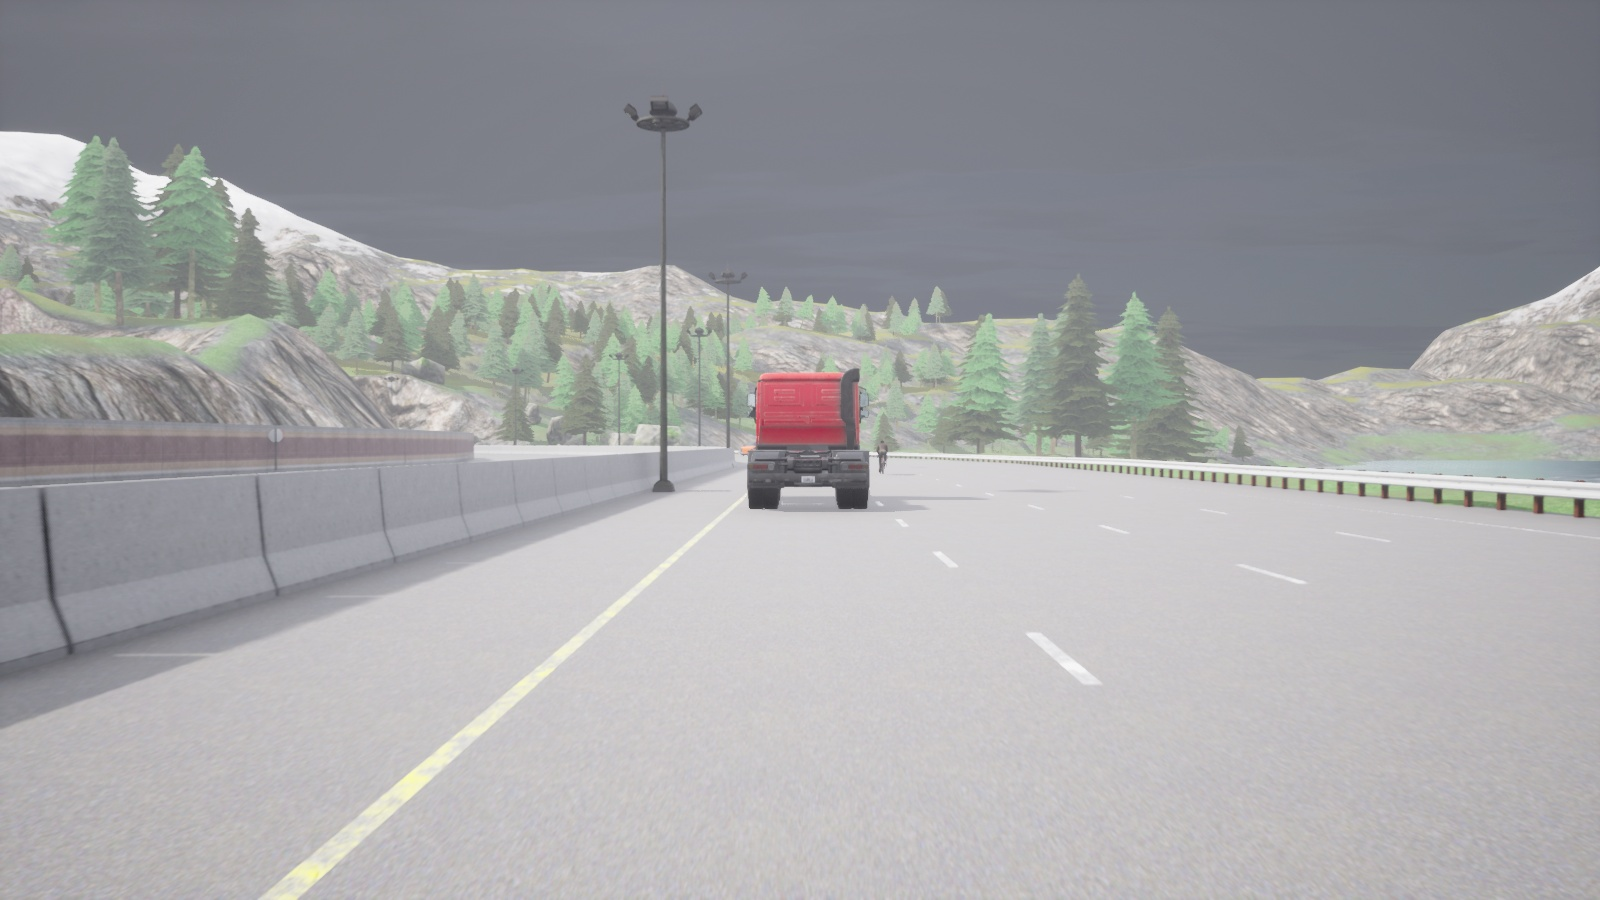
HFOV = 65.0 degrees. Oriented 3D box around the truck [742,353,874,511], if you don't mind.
[{"bbox_3d":[0.197,-0.412,31.396,2.891,3.462,7.936,0,0,0],"label":"truck"}]
